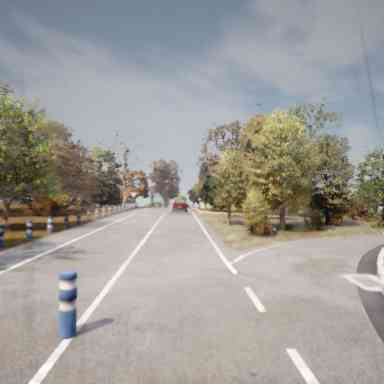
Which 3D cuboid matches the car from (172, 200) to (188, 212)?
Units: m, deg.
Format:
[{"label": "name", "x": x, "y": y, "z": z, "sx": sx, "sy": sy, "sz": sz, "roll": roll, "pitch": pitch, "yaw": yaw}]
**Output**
[{"label": "car", "x": -1.598, "y": 1.821, "z": 44.087, "sx": 1.882, "sy": 1.535, "sz": 5.008, "roll": 1, "pitch": -2, "yaw": -2}]
